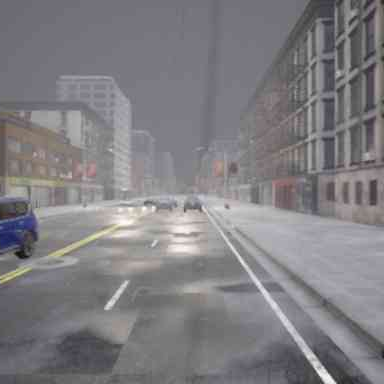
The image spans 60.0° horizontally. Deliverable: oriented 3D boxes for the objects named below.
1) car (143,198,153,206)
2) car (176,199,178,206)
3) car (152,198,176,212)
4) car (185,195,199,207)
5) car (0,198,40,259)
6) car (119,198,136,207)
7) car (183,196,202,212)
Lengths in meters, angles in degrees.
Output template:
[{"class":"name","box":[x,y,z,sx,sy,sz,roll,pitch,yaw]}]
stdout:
[{"class":"car","box":[-6.552,1.568,52.728,1.895,1.301,4.718,0,0,1]},{"class":"car","box":[-3.256,1.534,50.031,1.994,1.385,4.181,0,0,0]},{"class":"car","box":[-3.165,1.502,38.657,1.812,1.442,4.674,0,0,0]},{"class":"car","box":[-0.008,1.320,50.037,2.097,1.767,4.553,0,0,0]},{"class":"car","box":[-6.504,1.216,9.636,2.150,2.045,5.566,0,0,0]},{"class":"car","box":[-9.821,1.569,50.729,1.895,1.301,4.718,0,0,1]},{"class":"car","box":[0.082,1.329,37.891,2.097,1.767,4.553,0,0,0]}]
